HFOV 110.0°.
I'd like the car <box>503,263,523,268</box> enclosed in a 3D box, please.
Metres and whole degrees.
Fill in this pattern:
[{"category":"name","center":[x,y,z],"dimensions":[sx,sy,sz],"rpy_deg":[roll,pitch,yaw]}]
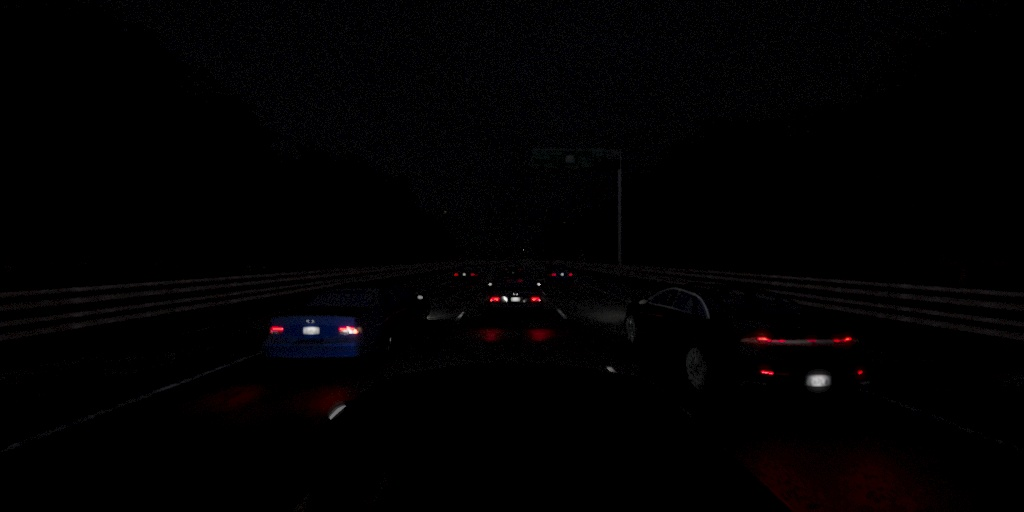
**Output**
[{"category":"car","center":[0.103,1.395,34.890],"dimensions":[1.812,1.442,4.674],"rpy_deg":[0,0,0]}]

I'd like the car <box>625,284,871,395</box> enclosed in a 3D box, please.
[{"category":"car","center":[3.599,1.256,6.632],"dimensions":[2.128,1.511,4.902],"rpy_deg":[0,0,0]}]

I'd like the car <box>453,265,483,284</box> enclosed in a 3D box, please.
[{"category":"car","center":[-3.398,1.385,28.069],"dimensions":[2.033,1.411,5.357],"rpy_deg":[0,0,0]}]

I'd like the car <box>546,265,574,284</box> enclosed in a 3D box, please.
[{"category":"car","center":[3.602,1.385,28.169],"dimensions":[2.033,1.411,5.357],"rpy_deg":[0,0,0]}]

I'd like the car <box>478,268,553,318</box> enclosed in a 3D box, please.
[{"category":"car","center":[0.100,1.331,13.046],"dimensions":[2.033,1.411,5.357],"rpy_deg":[0,0,0]}]

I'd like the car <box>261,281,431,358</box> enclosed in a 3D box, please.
[{"category":"car","center":[-3.400,1.317,8.580],"dimensions":[2.033,1.411,5.357],"rpy_deg":[0,0,0]}]
